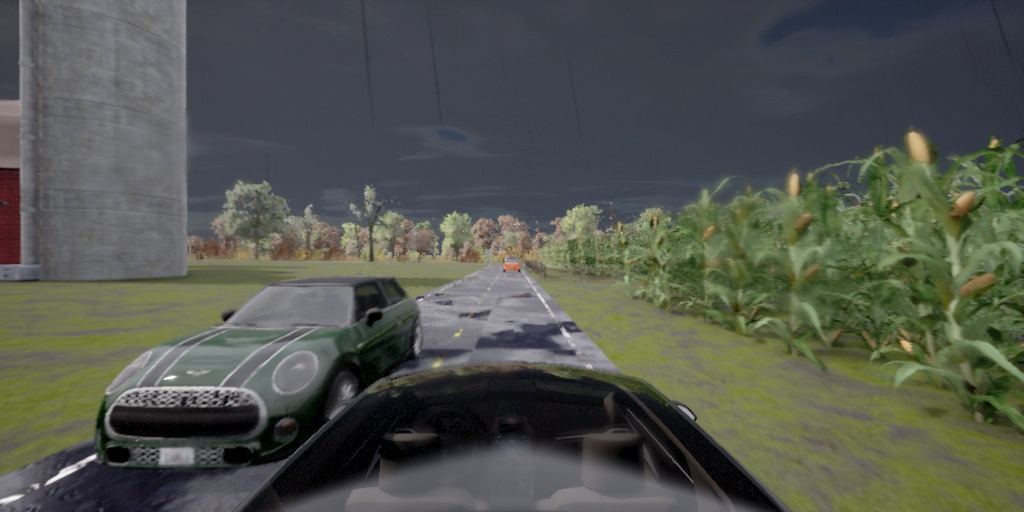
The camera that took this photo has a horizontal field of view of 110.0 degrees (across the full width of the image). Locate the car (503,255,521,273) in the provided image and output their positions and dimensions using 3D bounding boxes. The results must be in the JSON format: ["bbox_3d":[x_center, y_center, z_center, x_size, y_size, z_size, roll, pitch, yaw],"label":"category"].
[{"bbox_3d":[-0.008,1.070,43.770,2.097,1.767,4.553,0,0,0],"label":"car"}]

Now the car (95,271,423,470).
[{"bbox_3d":[-2.827,1.100,5.277,2.097,1.767,4.553,0,0,0],"label":"car"}]
